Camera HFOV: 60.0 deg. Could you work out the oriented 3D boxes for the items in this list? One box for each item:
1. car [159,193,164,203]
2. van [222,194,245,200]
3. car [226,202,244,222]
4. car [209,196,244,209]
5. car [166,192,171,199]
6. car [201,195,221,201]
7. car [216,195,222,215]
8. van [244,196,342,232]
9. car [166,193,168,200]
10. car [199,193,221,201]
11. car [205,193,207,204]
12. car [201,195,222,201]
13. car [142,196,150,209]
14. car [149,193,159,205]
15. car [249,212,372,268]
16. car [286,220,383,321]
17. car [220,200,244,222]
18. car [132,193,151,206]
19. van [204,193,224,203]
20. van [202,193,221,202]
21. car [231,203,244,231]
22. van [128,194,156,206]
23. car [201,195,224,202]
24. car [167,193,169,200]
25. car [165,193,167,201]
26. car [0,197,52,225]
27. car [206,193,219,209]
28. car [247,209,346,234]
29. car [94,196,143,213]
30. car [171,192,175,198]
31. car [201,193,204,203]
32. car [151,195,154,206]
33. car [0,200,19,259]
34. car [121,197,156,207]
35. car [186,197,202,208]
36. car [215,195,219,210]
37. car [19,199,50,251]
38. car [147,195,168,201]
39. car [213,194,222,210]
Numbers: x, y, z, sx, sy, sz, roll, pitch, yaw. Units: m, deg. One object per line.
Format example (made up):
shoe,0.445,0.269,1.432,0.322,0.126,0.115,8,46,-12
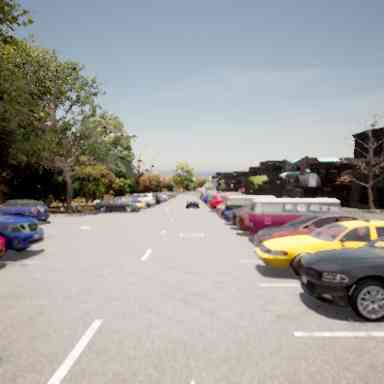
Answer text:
car,-8.387,1.332,59.321,5.566,2.045,2.435,0,0,0
van,4.850,1.293,26.278,4.442,1.987,1.878,0,0,0
car,4.765,1.538,20.671,4.792,1.488,2.163,0,0,0
car,4.695,1.432,45.901,4.553,1.767,2.185,0,0,0
car,-8.337,1.275,78.756,5.566,2.045,2.435,0,0,0
car,4.710,1.546,82.353,4.674,1.452,2.002,0,0,0
car,4.701,1.399,29.081,4.553,1.767,2.185,0,0,0
van,4.855,1.271,15.065,4.442,1.987,1.878,0,0,0
car,-8.359,1.556,73.205,5.008,1.535,2.097,0,0,0
car,4.739,1.221,87.958,5.566,2.045,2.435,0,0,0
car,4.757,1.295,40.295,5.566,2.045,2.435,0,0,0
car,4.897,1.486,85.156,5.366,1.575,1.946,0,0,0
car,-8.166,1.542,39.891,5.366,1.575,1.946,0,0,0
car,-8.384,1.315,50.994,5.566,2.045,2.435,0,0,0
car,4.555,1.483,9.458,5.366,1.575,1.946,0,0,0
car,4.746,1.482,6.658,5.008,1.535,2.097,0,0,0
car,4.740,1.513,23.475,5.008,1.535,2.097,0,0,0
car,-8.384,1.430,45.442,4.553,1.767,2.185,0,0,0
van,4.832,1.328,73.938,4.442,1.987,1.878,0,0,0
van,4.597,1.296,79.548,4.442,1.987,1.878,0,0,0
car,4.766,1.532,17.868,4.792,1.488,2.163,0,0,0
van,-8.474,1.352,56.545,4.442,1.987,1.878,0,0,0
car,4.720,1.538,76.746,5.008,1.535,2.097,0,0,0
car,-8.359,1.544,75.983,4.892,1.521,2.231,0,0,0
car,-8.547,1.565,70.428,5.366,1.575,1.946,0,0,0
car,-12.960,1.347,24.445,4.553,1.767,2.097,1,1,9
car,4.758,1.289,37.491,5.566,2.045,2.435,0,0,0
car,4.710,1.521,12.261,4.792,1.488,2.163,0,0,0
car,-8.356,1.541,37.114,4.892,1.521,2.231,0,0,0
car,-8.186,1.441,92.635,5.366,1.575,1.946,0,0,0
car,4.750,1.328,57.115,5.566,2.045,2.435,0,0,0
car,-8.326,1.591,48.218,4.792,1.488,2.163,0,0,0
car,-8.310,1.234,9.230,5.566,2.045,2.435,0,0,0
car,-8.543,1.569,53.770,5.366,1.575,1.946,0,0,0
car,0.080,1.684,49.178,1.895,1.301,4.718,0,0,0
car,4.763,1.404,31.884,4.553,1.767,2.185,0,0,0
car,-8.312,1.239,11.891,5.566,2.045,2.435,0,0,0
car,-8.372,1.510,81.533,5.008,1.535,2.097,0,0,0
car,4.762,1.410,34.688,4.553,1.767,2.185,0,0,0
